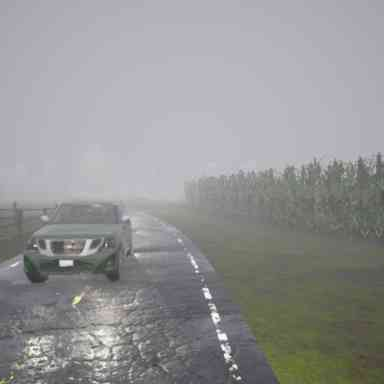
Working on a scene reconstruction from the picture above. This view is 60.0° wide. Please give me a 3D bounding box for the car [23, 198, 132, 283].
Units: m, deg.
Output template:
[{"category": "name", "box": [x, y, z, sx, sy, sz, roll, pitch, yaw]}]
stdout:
[{"category": "car", "box": [-3.043, 1.217, 10.094, 2.150, 2.045, 5.566, 0, 0, -6]}]
